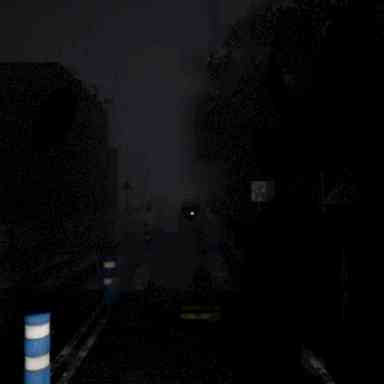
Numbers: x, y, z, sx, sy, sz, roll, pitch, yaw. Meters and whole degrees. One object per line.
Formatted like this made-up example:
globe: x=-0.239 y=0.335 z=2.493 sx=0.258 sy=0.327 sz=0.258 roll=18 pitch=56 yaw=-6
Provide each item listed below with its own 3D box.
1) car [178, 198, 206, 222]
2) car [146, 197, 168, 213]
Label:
car: x=0.005 y=1.416 z=24.672 sx=1.994 sy=1.385 sz=4.181 roll=0 pitch=0 yaw=0
car: x=-3.501 y=1.276 z=33.840 sx=2.128 sy=1.511 sz=4.902 roll=0 pitch=0 yaw=0
